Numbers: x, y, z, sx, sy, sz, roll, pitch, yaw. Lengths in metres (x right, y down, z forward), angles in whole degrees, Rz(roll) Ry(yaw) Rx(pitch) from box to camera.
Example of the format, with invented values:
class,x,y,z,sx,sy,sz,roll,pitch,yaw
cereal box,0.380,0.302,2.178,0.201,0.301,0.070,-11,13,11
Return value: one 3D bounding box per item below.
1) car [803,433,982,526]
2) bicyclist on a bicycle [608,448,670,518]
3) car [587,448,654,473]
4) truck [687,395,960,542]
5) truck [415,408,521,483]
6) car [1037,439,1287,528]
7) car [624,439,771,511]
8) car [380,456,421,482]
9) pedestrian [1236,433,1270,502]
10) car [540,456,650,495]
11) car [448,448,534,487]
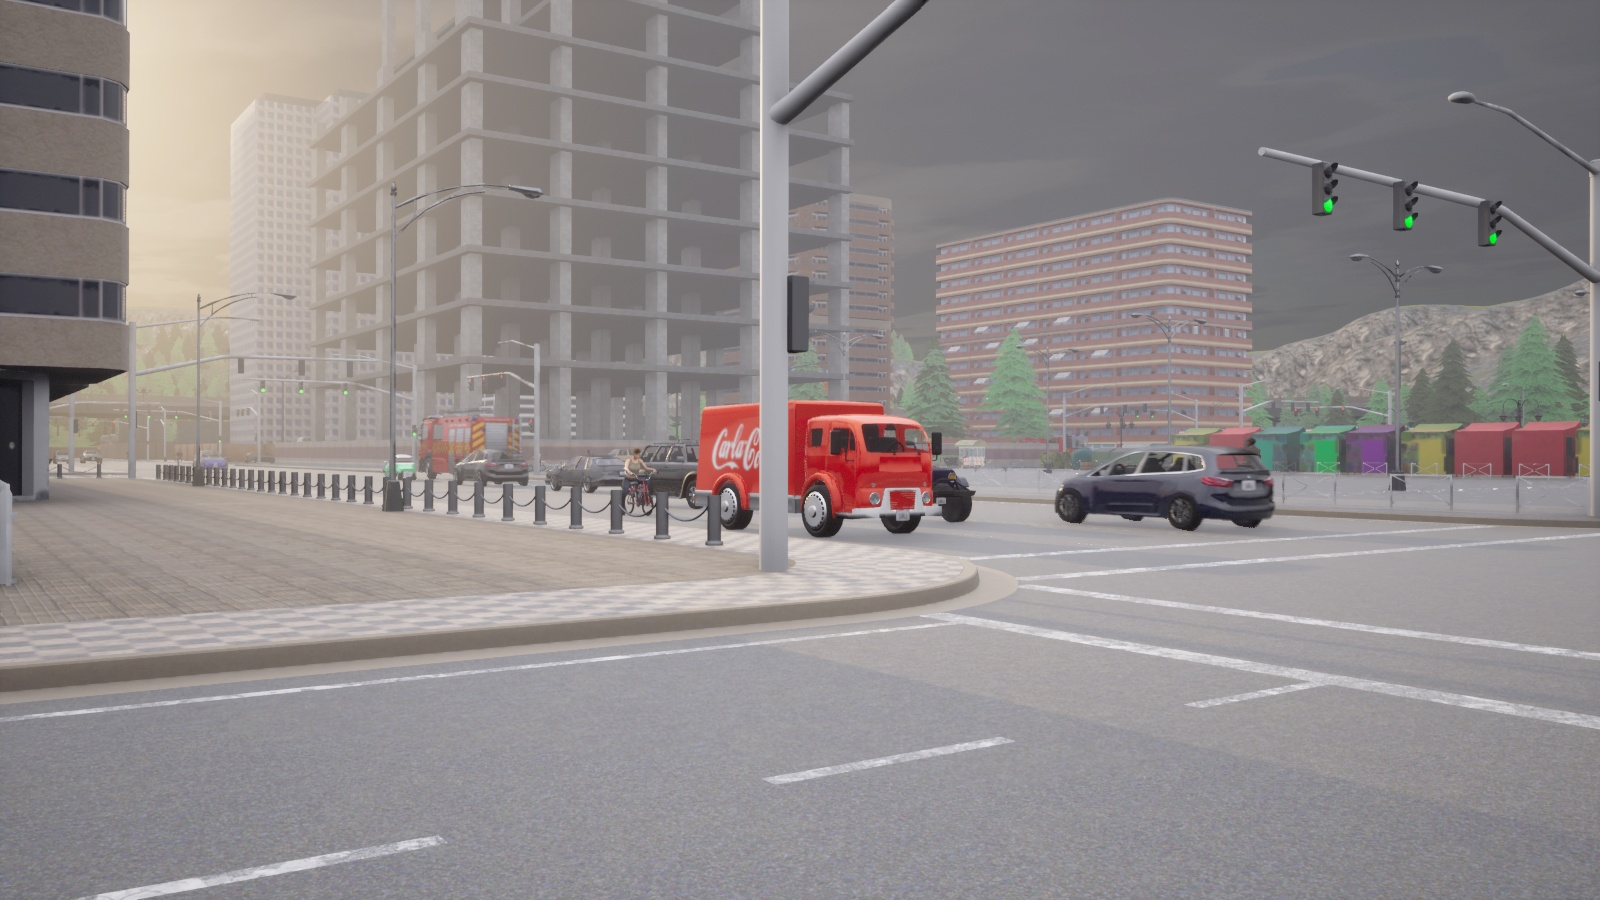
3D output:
class,x,y,z,sx,sy,sz,roll,pitch,yaw
car,1.961,0.604,27.694,1.905,1.878,3.866,0,0,-35
bicyclist on a bicycle,-3.851,0.763,29.902,0.866,1.612,1.509,0,0,-35
car,-13.560,0.767,95.001,4.605,1.855,1.932,0,0,-35
truck,0.298,0.316,23.968,2.627,2.467,5.204,0,0,-35
truck,-18.314,-0.215,68.865,2.891,3.827,8.468,0,0,-35
car,7.384,0.637,26.081,2.242,1.667,4.611,0,0,-34
car,-2.904,0.652,34.644,1.932,1.855,4.605,0,0,-36
car,-21.322,1.009,67.024,1.481,1.376,2.207,0,0,-36
pedestrian,12.058,0.460,33.449,0.328,1.805,0.869,0,0,-28
car,-7.881,0.926,47.858,2.033,1.411,5.357,0,0,-35
car,-13.943,0.758,56.520,2.242,1.667,4.611,0,0,-35
